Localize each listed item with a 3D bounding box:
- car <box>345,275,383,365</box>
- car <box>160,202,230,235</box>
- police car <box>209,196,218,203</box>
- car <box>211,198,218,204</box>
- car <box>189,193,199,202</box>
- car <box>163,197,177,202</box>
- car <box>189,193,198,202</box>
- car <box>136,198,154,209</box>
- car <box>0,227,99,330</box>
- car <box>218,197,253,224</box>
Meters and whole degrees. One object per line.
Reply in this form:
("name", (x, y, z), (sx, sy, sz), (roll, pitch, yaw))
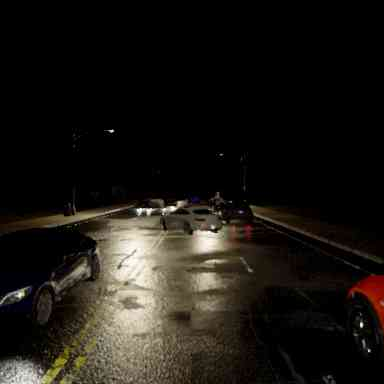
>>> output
("car", (3.262, 1.353, 2.982), (2.097, 1.767, 4.553), (0, 0, 0))
("car", (-0.141, 1.531, 18.786), (1.812, 1.442, 4.674), (-1, 0, -31))
("police car", (3.446, 1.433, 47.122), (1.930, 1.638, 5.238), (0, 0, 0))
("car", (3.400, 1.608, 36.042), (1.895, 1.301, 4.718), (0, 0, 0))
("car", (0.332, 1.485, 63.339), (1.882, 1.535, 5.008), (0, 0, 1))
("car", (-3.142, 1.485, 48.472), (1.882, 1.535, 5.008), (0, 0, 0))
("car", (0.323, 1.167, 77.674), (2.150, 2.045, 5.566), (0, 0, 0))
("car", (-6.404, 1.572, 45.854), (1.994, 1.385, 4.181), (0, 0, 0))
("car", (-3.321, 1.528, 7.046), (1.812, 1.442, 4.674), (0, 0, 0))
("car", (3.354, 1.438, 25.012), (2.033, 1.649, 4.856), (0, 0, 0))
